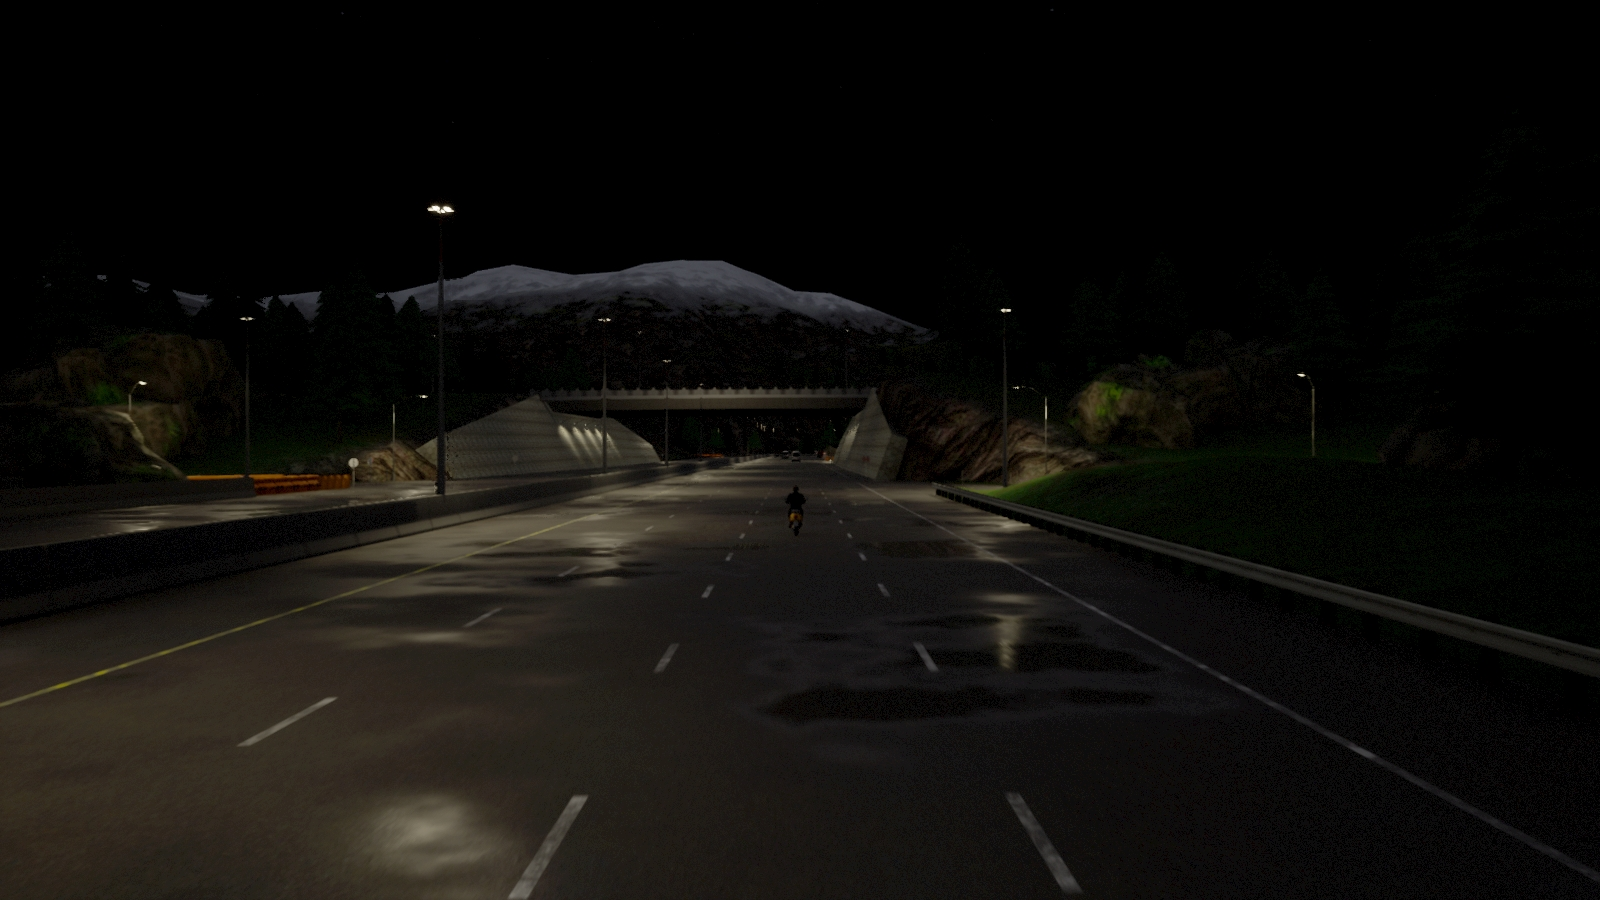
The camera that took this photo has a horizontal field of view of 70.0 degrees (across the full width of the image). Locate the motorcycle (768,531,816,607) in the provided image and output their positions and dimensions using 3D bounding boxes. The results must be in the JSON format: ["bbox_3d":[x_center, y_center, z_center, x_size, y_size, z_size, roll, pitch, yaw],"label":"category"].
[{"bbox_3d":[-0.149,2.182,21.264,0.856,1.236,1.805,0,0,0],"label":"motorcycle"}]
